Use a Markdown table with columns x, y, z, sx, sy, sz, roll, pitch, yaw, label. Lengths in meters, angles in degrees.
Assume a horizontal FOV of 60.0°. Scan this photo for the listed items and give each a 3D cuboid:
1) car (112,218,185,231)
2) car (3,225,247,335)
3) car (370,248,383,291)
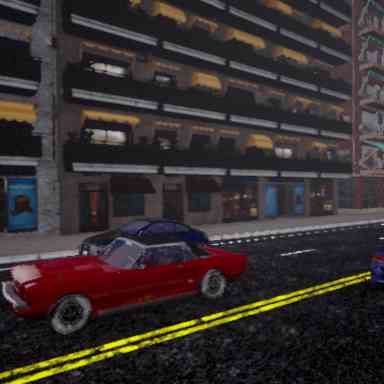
| x | y | z | sx | sy | sz | roll | pitch | yaw | label |
| --- | --- | --- | --- | --- | --- | --- | --- | --- | --- |
| -1.422 | 1.563 | 10.659 | 4.181 | 1.385 | 1.994 | 0 | 0 | -36 | car |
| -1.168 | 1.600 | 6.844 | 4.718 | 1.301 | 1.895 | 0 | 0 | -36 | car |
| 5.893 | 1.524 | 7.645 | 4.674 | 1.442 | 1.812 | 0 | 0 | -36 | car |
